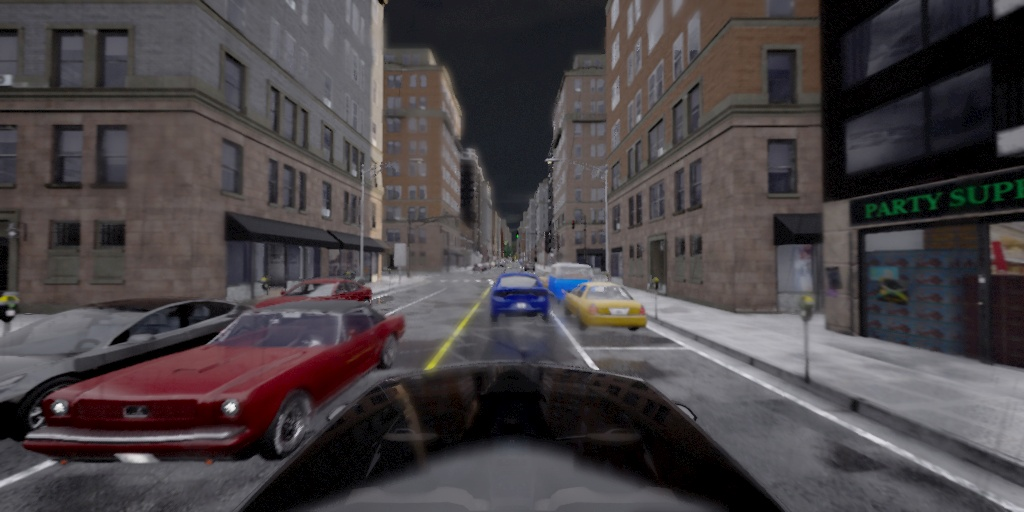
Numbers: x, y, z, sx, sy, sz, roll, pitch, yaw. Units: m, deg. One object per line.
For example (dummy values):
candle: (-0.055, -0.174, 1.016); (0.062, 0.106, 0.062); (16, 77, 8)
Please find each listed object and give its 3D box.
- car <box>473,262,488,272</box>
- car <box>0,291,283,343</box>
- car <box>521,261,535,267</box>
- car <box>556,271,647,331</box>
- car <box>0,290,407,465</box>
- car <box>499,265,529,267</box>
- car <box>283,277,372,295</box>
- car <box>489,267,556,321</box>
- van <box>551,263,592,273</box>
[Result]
car: (-5.558, 1.913, 60.204); (1.802, 1.307, 4.207); (0, 0, 1)
car: (-5.859, 1.353, 5.421); (1.948, 1.339, 4.313); (0, 0, 0)
car: (2.968, 1.895, 60.101); (1.948, 1.339, 4.313); (0, 0, 1)
car: (2.666, 1.370, 11.263); (1.751, 1.417, 4.829); (0, 0, 0)
car: (-3.102, 1.386, 5.170); (1.895, 1.301, 4.718); (0, -1, 0)
car: (0.197, 1.622, 28.824); (1.895, 1.301, 4.718); (0, -1, 3)
car: (-5.860, 1.389, 11.093); (1.888, 1.381, 4.507); (0, 0, 0)
car: (0.195, 1.342, 13.112); (1.882, 1.535, 5.008); (0, 0, -2)
van: (2.665, 1.242, 16.766); (1.690, 1.789, 3.998); (0, 0, 0)
